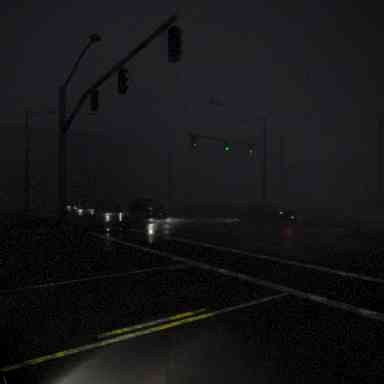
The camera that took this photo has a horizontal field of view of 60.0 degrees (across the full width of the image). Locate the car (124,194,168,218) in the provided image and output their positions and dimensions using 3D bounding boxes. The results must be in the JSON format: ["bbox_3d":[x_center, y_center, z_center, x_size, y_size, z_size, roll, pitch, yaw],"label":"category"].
[{"bbox_3d":[-4.036,1.352,30.468,2.097,1.767,4.553,0,0,-36],"label":"car"}]

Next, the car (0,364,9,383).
[{"bbox_3d":[-3.632,1.547,1.216,5.357,1.411,2.033,0,0,-35],"label":"car"}]

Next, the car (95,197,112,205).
[{"bbox_3d":[-16.519,1.601,62.190,1.895,1.301,4.718,0,0,2],"label":"car"}]

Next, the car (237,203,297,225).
[{"bbox_3d":[5.293,1.509,23.891,1.812,1.442,4.674,0,-1,-36],"label":"car"}]

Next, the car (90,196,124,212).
[{"bbox_3d":[-9.818,1.526,38.474,1.812,1.442,4.674,0,0,-36],"label":"car"}]

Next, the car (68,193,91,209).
[{"bbox_3d":[-15.559,1.221,46.656,2.150,2.045,5.566,0,0,-33],"label":"car"}]

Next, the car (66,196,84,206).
[{"bbox_3d":[-19.597,1.492,56.043,2.128,1.511,4.902,0,0,-10],"label":"car"}]
